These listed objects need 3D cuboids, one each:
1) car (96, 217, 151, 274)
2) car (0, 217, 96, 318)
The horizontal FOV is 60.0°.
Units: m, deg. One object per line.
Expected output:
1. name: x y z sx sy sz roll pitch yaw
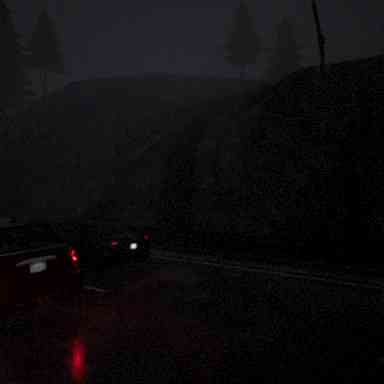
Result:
1. car: -3.323 1.478 10.298 4.181 1.385 1.994 0 1 32
2. car: -4.418 1.309 6.831 4.553 1.767 2.097 0 1 32
